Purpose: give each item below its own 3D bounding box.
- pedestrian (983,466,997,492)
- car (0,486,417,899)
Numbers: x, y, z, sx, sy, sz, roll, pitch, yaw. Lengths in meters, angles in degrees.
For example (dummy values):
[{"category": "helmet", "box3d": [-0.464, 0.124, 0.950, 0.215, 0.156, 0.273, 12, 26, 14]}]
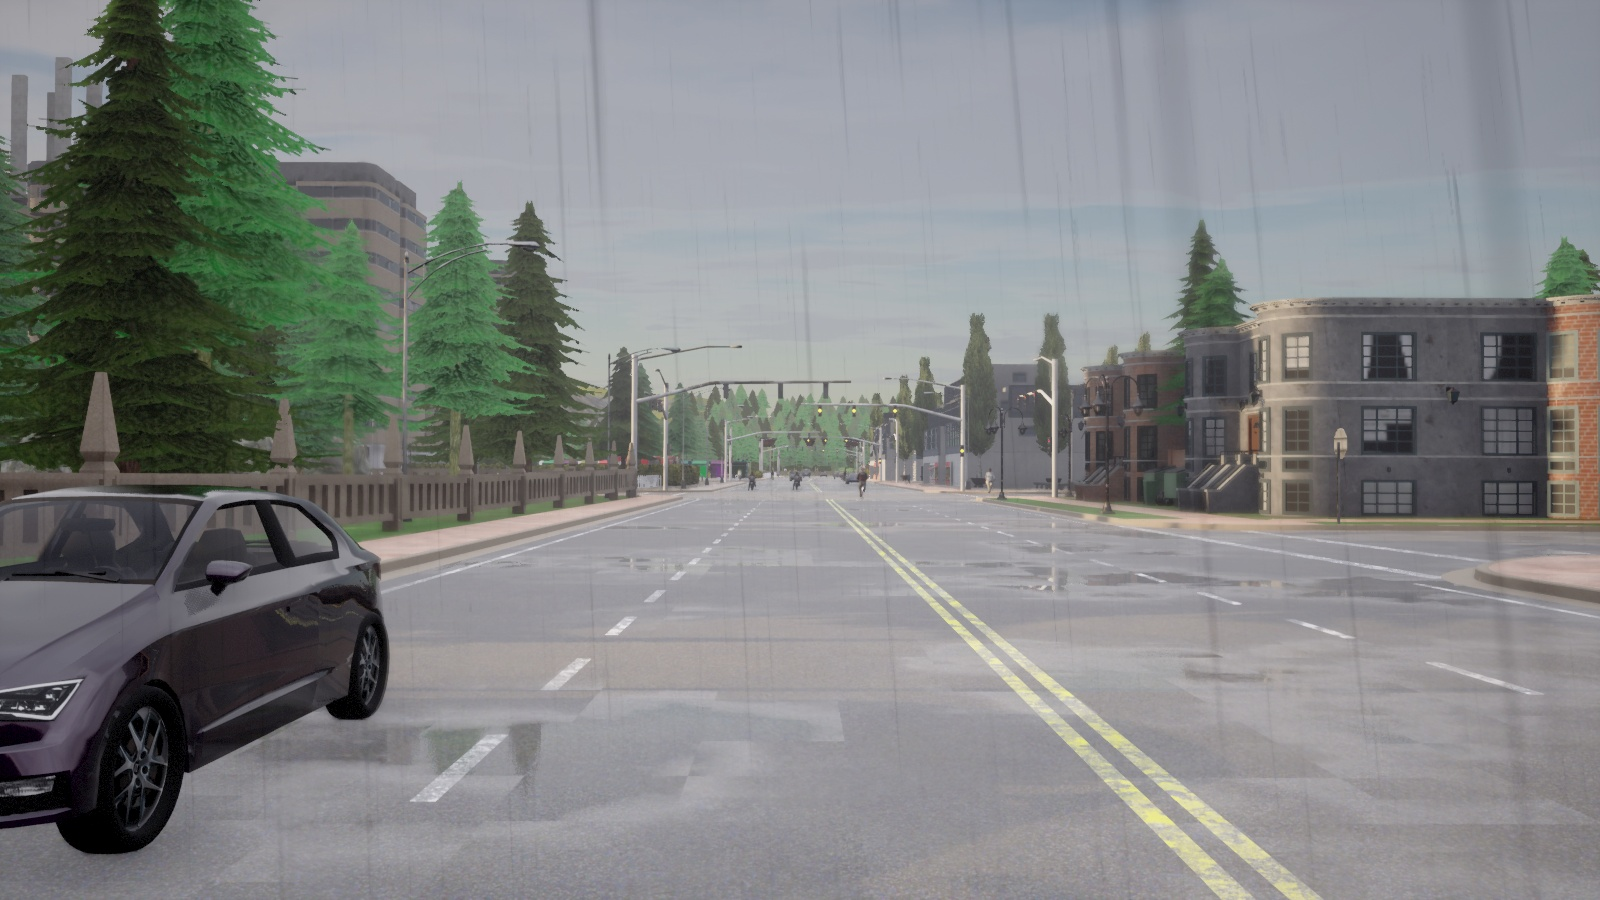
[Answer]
[{"category": "pedestrian", "box3d": [13.235, 2.015, 87.439, 0.874, 1.855, 0.900, 0, -1, 2]}, {"category": "car", "box3d": [-3.515, 0.951, 6.460, 1.816, 1.474, 4.193, 0, -1, 0]}]
